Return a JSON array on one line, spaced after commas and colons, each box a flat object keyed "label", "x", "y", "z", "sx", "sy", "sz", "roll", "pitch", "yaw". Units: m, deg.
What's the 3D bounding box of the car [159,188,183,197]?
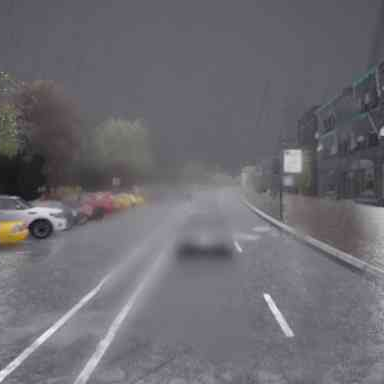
[{"label": "car", "x": -4.366, "y": 0.037, "z": 68.994, "sx": 4.553, "sy": 1.767, "sz": 2.185, "roll": -1, "pitch": 2, "yaw": -13}]

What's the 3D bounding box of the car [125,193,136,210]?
[{"label": "car", "x": -8.040, "y": 1.158, "z": 30.557, "sx": 5.008, "sy": 1.535, "sz": 2.097, "roll": -1, "pitch": 2, "yaw": -16}]

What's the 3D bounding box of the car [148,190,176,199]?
[{"label": "car", "x": -5.385, "y": 0.410, "z": 60.150, "sx": 4.792, "sy": 1.488, "sz": 2.163, "roll": -1, "pitch": 1, "yaw": -14}]

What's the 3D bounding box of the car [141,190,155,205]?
[{"label": "car", "x": -7.372, "y": 0.921, "z": 39.441, "sx": 5.008, "sy": 1.535, "sz": 2.097, "roll": -1, "pitch": 2, "yaw": -15}]

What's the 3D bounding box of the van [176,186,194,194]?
[{"label": "van", "x": -1.929, "y": -0.475, "z": 86.680, "sx": 4.442, "sy": 1.987, "sz": 1.878, "roll": -1, "pitch": 1, "yaw": -12}]

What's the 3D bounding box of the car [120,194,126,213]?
[{"label": "car", "x": -8.253, "y": 1.231, "z": 27.596, "sx": 4.892, "sy": 1.521, "sz": 2.231, "roll": -1, "pitch": 1, "yaw": -16}]

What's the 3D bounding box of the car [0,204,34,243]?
[{"label": "car", "x": -9.234, "y": 1.438, "z": 12.675, "sx": 5.366, "sy": 1.575, "sz": 1.946, "roll": -1, "pitch": 1, "yaw": -18}]

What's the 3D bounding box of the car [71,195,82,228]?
[{"label": "car", "x": -8.742, "y": 1.260, "z": 18.693, "sx": 4.553, "sy": 1.767, "sz": 2.185, "roll": -1, "pitch": 1, "yaw": -17}]

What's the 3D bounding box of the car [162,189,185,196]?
[{"label": "car", "x": -4.037, "y": 0.132, "z": 71.946, "sx": 4.674, "sy": 1.452, "sz": 2.002, "roll": -1, "pitch": 1, "yaw": -13}]

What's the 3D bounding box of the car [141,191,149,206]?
[{"label": "car", "x": -7.791, "y": 1.001, "z": 36.431, "sx": 5.366, "sy": 1.575, "sz": 1.946, "roll": -1, "pitch": 2, "yaw": -16}]

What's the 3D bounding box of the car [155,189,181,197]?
[{"label": "car", "x": -4.757, "y": 0.236, "z": 66.050, "sx": 4.892, "sy": 1.521, "sz": 2.231, "roll": -1, "pitch": 1, "yaw": -14}]

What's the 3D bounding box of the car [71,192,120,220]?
[{"label": "car", "x": -8.461, "y": 1.042, "z": 24.608, "sx": 5.566, "sy": 2.045, "sz": 2.435, "roll": -1, "pitch": 1, "yaw": -17}]

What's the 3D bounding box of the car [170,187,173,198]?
[{"label": "car", "x": -6.004, "y": 0.405, "z": 54.232, "sx": 4.553, "sy": 1.767, "sz": 2.185, "roll": -1, "pitch": 2, "yaw": -14}]

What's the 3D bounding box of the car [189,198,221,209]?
[{"label": "car", "x": 1.156, "y": 1.356, "z": 25.194, "sx": 2.033, "sy": 1.411, "sz": 5.357, "roll": 0, "pitch": 1, "yaw": 4}]

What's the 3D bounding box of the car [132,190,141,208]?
[{"label": "car", "x": -7.865, "y": 0.955, "z": 33.515, "sx": 4.553, "sy": 1.767, "sz": 2.185, "roll": -1, "pitch": 1, "yaw": -16}]

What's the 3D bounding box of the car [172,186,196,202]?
[{"label": "car", "x": -1.114, "y": 0.363, "z": 50.614, "sx": 2.150, "sy": 2.045, "sz": 5.566, "roll": 0, "pitch": 2, "yaw": 6}]

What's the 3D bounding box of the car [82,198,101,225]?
[{"label": "car", "x": -8.633, "y": 1.374, "z": 21.644, "sx": 4.792, "sy": 1.488, "sz": 2.163, "roll": -1, "pitch": 1, "yaw": -17}]

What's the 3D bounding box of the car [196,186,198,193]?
[{"label": "car", "x": -1.604, "y": -0.273, "z": 89.595, "sx": 4.674, "sy": 1.452, "sz": 2.002, "roll": -1, "pitch": 1, "yaw": -12}]

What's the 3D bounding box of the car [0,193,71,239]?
[{"label": "car", "x": -8.897, "y": 1.166, "z": 15.726, "sx": 5.566, "sy": 2.045, "sz": 2.435, "roll": -1, "pitch": 0, "yaw": -17}]

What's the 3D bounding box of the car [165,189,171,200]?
[{"label": "car", "x": -6.335, "y": 0.608, "z": 51.282, "sx": 5.008, "sy": 1.535, "sz": 2.097, "roll": -1, "pitch": 1, "yaw": -15}]

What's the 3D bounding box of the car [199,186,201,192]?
[{"label": "car", "x": -0.702, "y": -0.402, "z": 95.427, "sx": 4.674, "sy": 1.452, "sz": 2.002, "roll": -1, "pitch": 1, "yaw": -11}]

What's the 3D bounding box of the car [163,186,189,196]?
[{"label": "car", "x": -3.690, "y": -0.228, "z": 74.873, "sx": 5.566, "sy": 2.045, "sz": 2.435, "roll": -1, "pitch": 2, "yaw": -13}]

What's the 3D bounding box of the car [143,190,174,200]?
[{"label": "car", "x": -5.725, "y": 0.456, "z": 57.186, "sx": 5.008, "sy": 1.535, "sz": 2.097, "roll": -1, "pitch": 2, "yaw": -14}]

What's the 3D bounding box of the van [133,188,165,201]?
[{"label": "van", "x": -6.724, "y": 0.462, "z": 48.280, "sx": 4.442, "sy": 1.987, "sz": 1.878, "roll": -1, "pitch": 2, "yaw": -15}]

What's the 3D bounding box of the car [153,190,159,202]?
[{"label": "car", "x": -7.141, "y": 0.843, "z": 42.410, "sx": 5.008, "sy": 1.535, "sz": 2.097, "roll": -1, "pitch": 1, "yaw": -15}]

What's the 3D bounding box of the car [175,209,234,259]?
[{"label": "car", "x": 0.503, "y": 1.536, "z": 12.529, "sx": 1.994, "sy": 1.385, "sz": 4.181, "roll": 0, "pitch": 0, "yaw": 3}]
